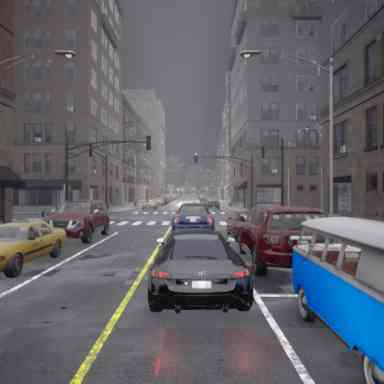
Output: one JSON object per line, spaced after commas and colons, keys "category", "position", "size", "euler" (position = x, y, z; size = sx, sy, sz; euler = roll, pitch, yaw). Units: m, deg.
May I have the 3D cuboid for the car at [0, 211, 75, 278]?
{"category": "car", "position": [-5.388, 1.524, 10.178], "size": [1.752, 1.417, 4.829], "euler": [0, 0, 0]}

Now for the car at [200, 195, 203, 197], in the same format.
{"category": "car", "position": [2.698, 1.543, 53.989], "size": [2.008, 1.369, 4.403], "euler": [0, 0, 0]}

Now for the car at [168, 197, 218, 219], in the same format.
{"category": "car", "position": [0.069, 1.349, 17.788], "size": [2.097, 1.767, 4.553], "euler": [0, 0, 0]}

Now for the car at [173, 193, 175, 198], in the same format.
{"category": "car", "position": [-5.327, 1.432, 70.444], "size": [1.967, 1.590, 4.097], "euler": [0, 0, 0]}

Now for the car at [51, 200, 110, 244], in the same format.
{"category": "car", "position": [-5.382, 1.313, 16.027], "size": [2.192, 1.841, 5.009], "euler": [0, 0, 0]}

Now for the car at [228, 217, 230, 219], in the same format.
{"category": "car", "position": [2.656, 1.579, 16.017], "size": [1.802, 1.307, 4.206], "euler": [0, 0, 0]}

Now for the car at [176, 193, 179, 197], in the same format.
{"category": "car", "position": [-5.303, 1.306, 86.890], "size": [2.192, 1.841, 5.009], "euler": [0, 0, 0]}

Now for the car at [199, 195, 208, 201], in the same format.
{"category": "car", "position": [2.728, 1.432, 81.399], "size": [1.967, 1.590, 4.097], "euler": [0, 0, 0]}

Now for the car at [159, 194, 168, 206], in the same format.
{"category": "car", "position": [-5.352, 1.518, 53.828], "size": [1.752, 1.417, 4.829], "euler": [0, 0, 0]}

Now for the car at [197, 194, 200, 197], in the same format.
{"category": "car", "position": [2.716, 1.543, 70.435], "size": [2.008, 1.369, 4.403], "euler": [0, 0, 0]}

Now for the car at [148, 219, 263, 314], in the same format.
{"category": "car", "position": [0.107, 1.563, 7.732], "size": [1.994, 1.385, 4.181], "euler": [0, 0, -2]}

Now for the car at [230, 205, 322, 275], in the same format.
{"category": "car", "position": [2.650, 1.314, 10.338], "size": [2.192, 1.841, 5.009], "euler": [0, 0, 0]}

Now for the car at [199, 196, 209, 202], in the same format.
{"category": "car", "position": [2.722, 1.542, 75.917], "size": [2.008, 1.369, 4.403], "euler": [0, 0, 0]}

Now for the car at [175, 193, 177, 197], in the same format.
{"category": "car", "position": [-5.311, 1.557, 81.408], "size": [1.947, 1.339, 4.313], "euler": [0, 0, 0]}

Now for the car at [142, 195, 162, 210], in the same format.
{"category": "car", "position": [-5.368, 1.518, 42.864], "size": [1.752, 1.417, 4.829], "euler": [0, 0, 0]}

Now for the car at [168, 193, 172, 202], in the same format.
{"category": "car", "position": [-5.343, 1.307, 59.480], "size": [2.192, 1.841, 5.009], "euler": [0, 0, 0]}

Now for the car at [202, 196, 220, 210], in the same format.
{"category": "car", "position": [2.686, 1.544, 43.026], "size": [2.008, 1.369, 4.403], "euler": [0, 0, 0]}

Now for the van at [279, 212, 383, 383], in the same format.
{"category": "van", "position": [2.643, 1.340, 4.659], "size": [1.690, 1.788, 3.998], "euler": [0, 0, 0]}

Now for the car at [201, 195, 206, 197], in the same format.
{"category": "car", "position": [2.692, 1.537, 48.507], "size": [1.887, 1.381, 4.507], "euler": [0, 0, 0]}
